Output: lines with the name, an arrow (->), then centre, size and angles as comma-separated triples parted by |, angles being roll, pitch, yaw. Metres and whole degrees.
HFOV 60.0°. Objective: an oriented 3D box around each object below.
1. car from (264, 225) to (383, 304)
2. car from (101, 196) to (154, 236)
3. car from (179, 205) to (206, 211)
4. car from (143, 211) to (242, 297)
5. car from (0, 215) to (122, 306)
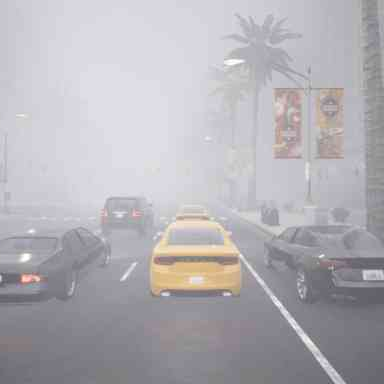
car -> 3.166, 1.513, 8.206 | 2.161, 1.482, 4.786 | 0, 0, -1
car -> -3.462, 1.222, 18.546 | 2.150, 2.045, 5.566 | 0, 0, 0
car -> 0.036, 1.477, 18.816 | 1.882, 1.535, 5.008 | 0, 0, 0
car -> 0.073, 1.478, 8.618 | 1.882, 1.535, 5.008 | 0, 0, 0
car -> -3.422, 1.547, 8.275 | 2.033, 1.411, 5.357 | 0, 0, 0
